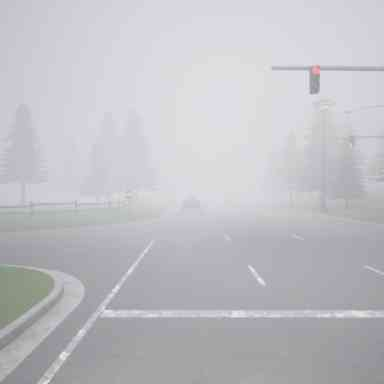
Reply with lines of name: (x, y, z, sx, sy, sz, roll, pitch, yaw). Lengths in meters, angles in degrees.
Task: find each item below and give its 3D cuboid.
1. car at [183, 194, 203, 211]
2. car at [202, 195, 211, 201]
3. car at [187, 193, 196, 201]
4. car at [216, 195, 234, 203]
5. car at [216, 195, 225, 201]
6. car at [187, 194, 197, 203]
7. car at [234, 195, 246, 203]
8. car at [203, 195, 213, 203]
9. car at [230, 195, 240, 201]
car: (-0.039, 1.344, 39.706, 2.097, 1.767, 4.553, 0, 0, 0)
car: (3.420, 1.412, 80.810, 1.895, 1.301, 4.718, 0, 0, 0)
car: (-0.080, 1.172, 80.746, 2.097, 1.767, 4.553, 0, 0, 0)
car: (6.930, 1.518, 70.363, 2.033, 1.411, 5.357, 0, 0, 0)
car: (6.920, 1.369, 80.783, 1.994, 1.385, 4.181, 0, 0, 0)
car: (-0.070, 1.334, 70.743, 2.097, 1.767, 4.553, 0, 0, 0)
car: (10.430, 1.503, 70.784, 1.812, 1.442, 4.674, 0, 0, 0)
car: (3.430, 1.531, 70.777, 1.994, 1.385, 4.181, 0, 0, 0)
car: (10.420, 1.369, 80.787, 1.994, 1.385, 4.181, 0, 0, 0)
